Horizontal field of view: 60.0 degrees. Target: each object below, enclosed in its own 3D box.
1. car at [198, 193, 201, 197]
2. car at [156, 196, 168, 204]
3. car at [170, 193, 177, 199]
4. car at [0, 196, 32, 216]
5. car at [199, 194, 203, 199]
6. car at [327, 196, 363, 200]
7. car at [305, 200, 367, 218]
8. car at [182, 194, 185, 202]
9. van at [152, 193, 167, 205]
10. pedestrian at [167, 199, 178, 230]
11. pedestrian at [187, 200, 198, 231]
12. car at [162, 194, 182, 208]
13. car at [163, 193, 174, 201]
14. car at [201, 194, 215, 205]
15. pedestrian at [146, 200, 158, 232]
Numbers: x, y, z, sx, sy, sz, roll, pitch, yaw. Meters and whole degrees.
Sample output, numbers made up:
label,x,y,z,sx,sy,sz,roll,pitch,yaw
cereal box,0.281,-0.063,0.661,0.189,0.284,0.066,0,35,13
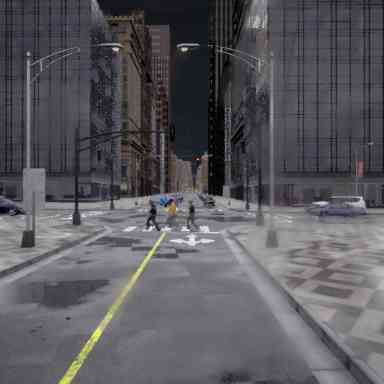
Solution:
label,x,y,z,sx,sy,sz,roll,pitch,yaw
car,3.093,1.418,84.189,1.887,1.381,4.507,0,0,0
car,-5.586,1.513,61.650,1.802,1.307,4.206,0,0,0
car,-5.355,1.179,95.436,1.690,1.788,3.998,0,0,0
car,-16.317,1.135,28.669,4.553,1.767,2.097,1,0,0
car,3.015,1.487,72.891,1.802,1.307,4.206,0,0,0
car,15.412,1.449,35.176,5.566,2.045,2.150,1,0,1
car,13.762,1.742,31.940,5.357,1.411,2.033,1,0,0
car,-2.815,1.498,59.882,1.994,1.385,4.181,0,0,1
van,-5.624,1.283,56.001,1.690,1.788,3.998,0,0,0
pedestrian,-1.176,1.287,19.658,0.375,1.860,0.375,0,0,0
pedestrian,-0.006,1.288,19.061,0.375,1.860,0.375,0,0,0
car,-2.911,1.433,48.500,1.882,1.535,5.008,0,0,0
car,-5.469,1.204,78.595,2.192,1.841,5.009,0,0,0
car,2.901,1.508,55.944,1.947,1.339,4.313,0,0,0
pedestrian,-2.223,1.288,18.459,0.375,1.860,0.375,0,0,0
